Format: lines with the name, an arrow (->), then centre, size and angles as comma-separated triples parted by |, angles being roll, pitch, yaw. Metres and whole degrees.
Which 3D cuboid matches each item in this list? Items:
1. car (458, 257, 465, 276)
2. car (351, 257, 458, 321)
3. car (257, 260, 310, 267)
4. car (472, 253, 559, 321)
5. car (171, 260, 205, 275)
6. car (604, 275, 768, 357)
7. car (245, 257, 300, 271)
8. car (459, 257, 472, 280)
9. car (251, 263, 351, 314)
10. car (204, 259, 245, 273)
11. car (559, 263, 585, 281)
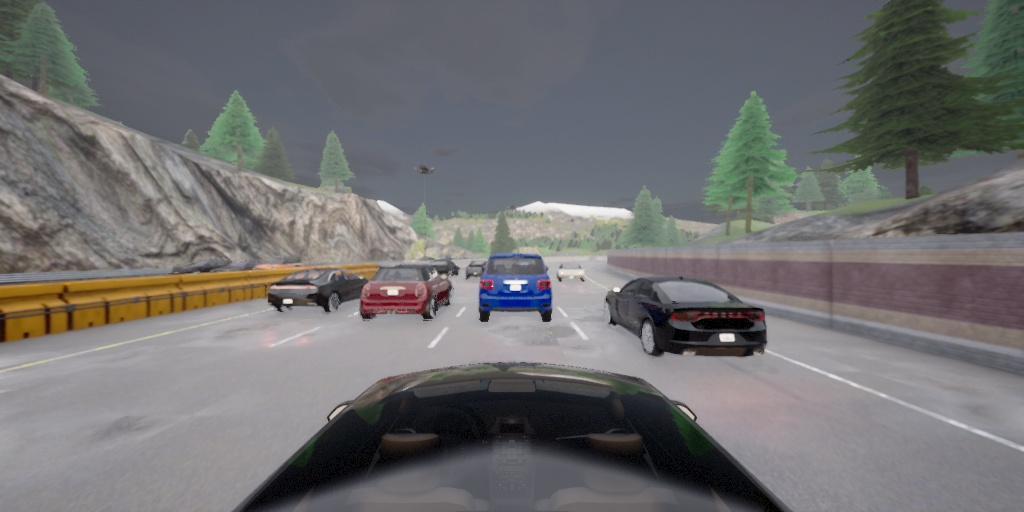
car -> -5.774, 1.058, 30.468 | 1.882, 1.535, 5.008 | 0, 0, 7
car -> -3.385, 1.040, 12.357 | 2.097, 1.767, 4.553 | 0, 0, 0
car -> -16.828, 1.204, 27.817 | 1.895, 1.301, 4.718 | 0, 0, 6
car -> 0.108, 0.909, 12.271 | 2.150, 2.045, 5.566 | 0, 1, 0
car -> -26.950, 1.065, 31.605 | 1.882, 1.535, 5.008 | 0, 0, 7
car -> 3.594, 1.185, 8.447 | 1.882, 1.535, 5.008 | 0, 1, 0
car -> -19.985, 0.938, 30.971 | 2.097, 1.767, 4.553 | 0, 0, 7
car -> -2.431, 1.079, 28.922 | 2.128, 1.511, 4.902 | 0, 0, 6
car -> -6.867, 1.175, 13.466 | 2.128, 1.511, 4.902 | 0, 0, 1
car -> -23.466, 1.132, 31.655 | 2.033, 1.411, 5.357 | 0, 0, 7
car -> 4.400, 1.194, 27.339 | 1.895, 1.301, 4.718 | 0, 0, 6
